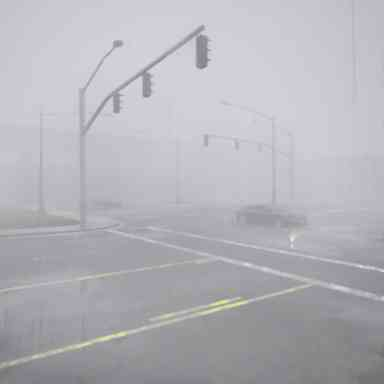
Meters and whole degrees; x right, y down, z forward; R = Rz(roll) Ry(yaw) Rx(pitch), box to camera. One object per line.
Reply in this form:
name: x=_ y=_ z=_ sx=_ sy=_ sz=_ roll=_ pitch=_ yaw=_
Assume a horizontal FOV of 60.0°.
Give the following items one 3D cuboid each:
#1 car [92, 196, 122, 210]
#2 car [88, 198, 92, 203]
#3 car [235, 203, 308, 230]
car: x=-10.559 y=1.494 z=41.873 sx=1.895 sy=1.301 sz=4.718 roll=-1 pitch=0 yaw=-37
car: x=-18.506 y=1.438 z=65.504 sx=1.895 sy=1.301 sz=4.718 roll=0 pitch=0 yaw=11
car: x=4.725 y=1.449 z=20.353 sx=1.837 sy=1.490 sz=4.892 roll=-1 pitch=0 yaw=-35
